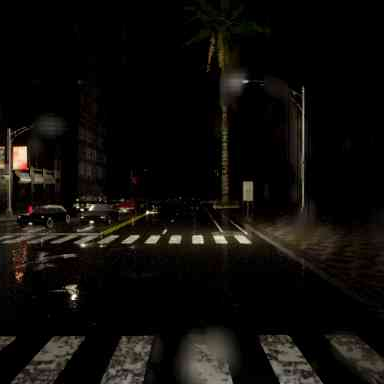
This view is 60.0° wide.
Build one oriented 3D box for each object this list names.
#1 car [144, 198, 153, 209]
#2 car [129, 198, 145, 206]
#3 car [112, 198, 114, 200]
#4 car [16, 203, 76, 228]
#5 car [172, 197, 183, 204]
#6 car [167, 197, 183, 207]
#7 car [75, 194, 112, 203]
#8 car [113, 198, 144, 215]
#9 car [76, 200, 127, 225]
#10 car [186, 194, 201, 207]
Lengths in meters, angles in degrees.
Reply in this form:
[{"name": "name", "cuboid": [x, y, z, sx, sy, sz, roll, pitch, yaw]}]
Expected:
[{"name": "car", "cuboid": [-6.395, 1.527, 44.575, 1.837, 1.490, 4.892, 0, 0, 0]}, {"name": "car", "cuboid": [-9.505, 1.646, 57.800, 1.895, 1.301, 4.718, 0, 0, 0]}, {"name": "car", "cuboid": [-9.657, 1.511, 42.427, 2.128, 1.511, 4.902, 0, 0, 1]}, {"name": "car", "cuboid": [-9.766, 1.606, 22.386, 1.895, 1.301, 4.718, 0, 0, 1]}, {"name": "car", "cuboid": [-2.871, 1.633, 67.690, 1.994, 1.385, 4.181, 0, 0, 0]}, {"name": "car", "cuboid": [-2.924, 1.599, 52.488, 1.994, 1.385, 4.181, 0, 0, 0]}, {"name": "car", "cuboid": [-9.708, 1.231, 32.144, 2.150, 2.045, 5.566, 0, 0, 0]}, {"name": "car", "cuboid": [-6.445, 1.537, 34.145, 1.812, 1.442, 4.674, 0, 0, 0]}, {"name": "car", "cuboid": [-6.495, 1.553, 24.189, 2.033, 1.411, 5.357, 0, 0, 0]}, {"name": "car", "cuboid": [0.229, 1.259, 53.439, 2.150, 2.045, 5.566, 0, 0, 0]}]
